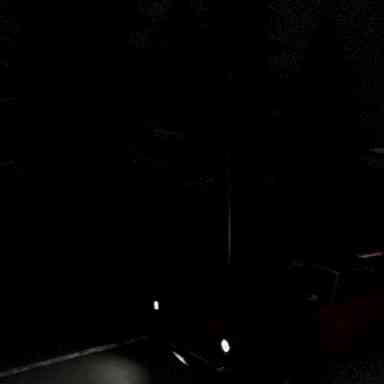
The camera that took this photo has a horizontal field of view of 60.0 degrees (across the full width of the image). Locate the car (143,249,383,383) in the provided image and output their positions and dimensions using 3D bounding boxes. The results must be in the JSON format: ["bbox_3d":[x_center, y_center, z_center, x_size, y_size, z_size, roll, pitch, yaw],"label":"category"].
[{"bbox_3d":[1.689,1.653,5.136,4.718,1.301,1.895,1,0,-34],"label":"car"}]
